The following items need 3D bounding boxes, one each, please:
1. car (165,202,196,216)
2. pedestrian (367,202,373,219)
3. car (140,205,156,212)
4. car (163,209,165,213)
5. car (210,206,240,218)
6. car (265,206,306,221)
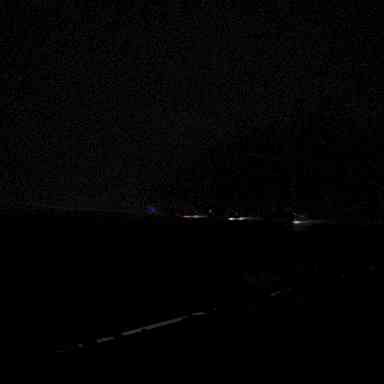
[{"bbox_3d":[-1.591,2.644,52.755,2.150,2.045,5.566,1,-2,-33],"label":"car"},{"bbox_3d":[18.911,1.917,35.292,0.375,1.860,0.375,-2,1,-33],"label":"pedestrian"},{"bbox_3d":[-9.418,3.569,71.262,1.812,1.442,4.674,1,-2,-33],"label":"car"},{"bbox_3d":[-3.704,3.347,62.699,1.895,1.301,4.718,1,-2,-33],"label":"car"},{"bbox_3d":[4.270,2.581,43.777,1.837,1.490,4.892,1,-2,-33],"label":"car"},{"bbox_3d":[9.793,2.259,35.342,1.812,1.442,4.674,1,-2,-33],"label":"car"}]
